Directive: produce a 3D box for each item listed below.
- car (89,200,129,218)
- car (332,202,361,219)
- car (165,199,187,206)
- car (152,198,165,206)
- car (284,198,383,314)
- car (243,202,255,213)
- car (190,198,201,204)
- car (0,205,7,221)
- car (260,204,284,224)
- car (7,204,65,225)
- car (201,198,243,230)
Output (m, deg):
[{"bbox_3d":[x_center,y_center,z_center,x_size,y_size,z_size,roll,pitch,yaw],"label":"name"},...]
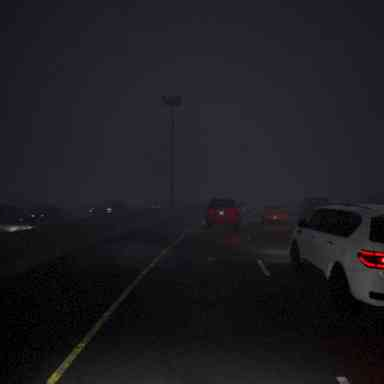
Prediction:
[{"bbox_3d":[-7.315,1.543,29.762,2.097,1.767,4.553,0,0,12],"label":"car"},{"bbox_3d":[15.137,1.788,32.794,1.812,1.442,4.674,0,0,15],"label":"car"},{"bbox_3d":[-2.878,2.049,65.564,1.895,1.301,4.718,0,0,25],"label":"car"},{"bbox_3d":[-6.042,1.996,67.079,2.033,1.411,5.357,0,0,25],"label":"car"},{"bbox_3d":[3.944,1.286,7.848,2.150,2.045,5.566,0,0,3],"label":"car"},{"bbox_3d":[6.729,1.905,41.467,1.895,1.301,4.718,0,0,17],"label":"car"},{"bbox_3d":[1.211,1.957,65.980,1.837,1.490,4.892,0,0,25],"label":"car"},{"bbox_3d":[-15.172,1.696,26.176,2.033,1.411,5.357,0,0,10],"label":"car"},{"bbox_3d":[6.429,1.675,26.295,1.882,1.535,5.008,0,0,11],"label":"car"},{"bbox_3d":[-11.653,1.680,25.768,1.812,1.442,4.674,0,0,10],"label":"car"},{"bbox_3d":[2.237,1.389,22.932,2.150,2.045,5.566,0,0,9],"label":"car"}]
